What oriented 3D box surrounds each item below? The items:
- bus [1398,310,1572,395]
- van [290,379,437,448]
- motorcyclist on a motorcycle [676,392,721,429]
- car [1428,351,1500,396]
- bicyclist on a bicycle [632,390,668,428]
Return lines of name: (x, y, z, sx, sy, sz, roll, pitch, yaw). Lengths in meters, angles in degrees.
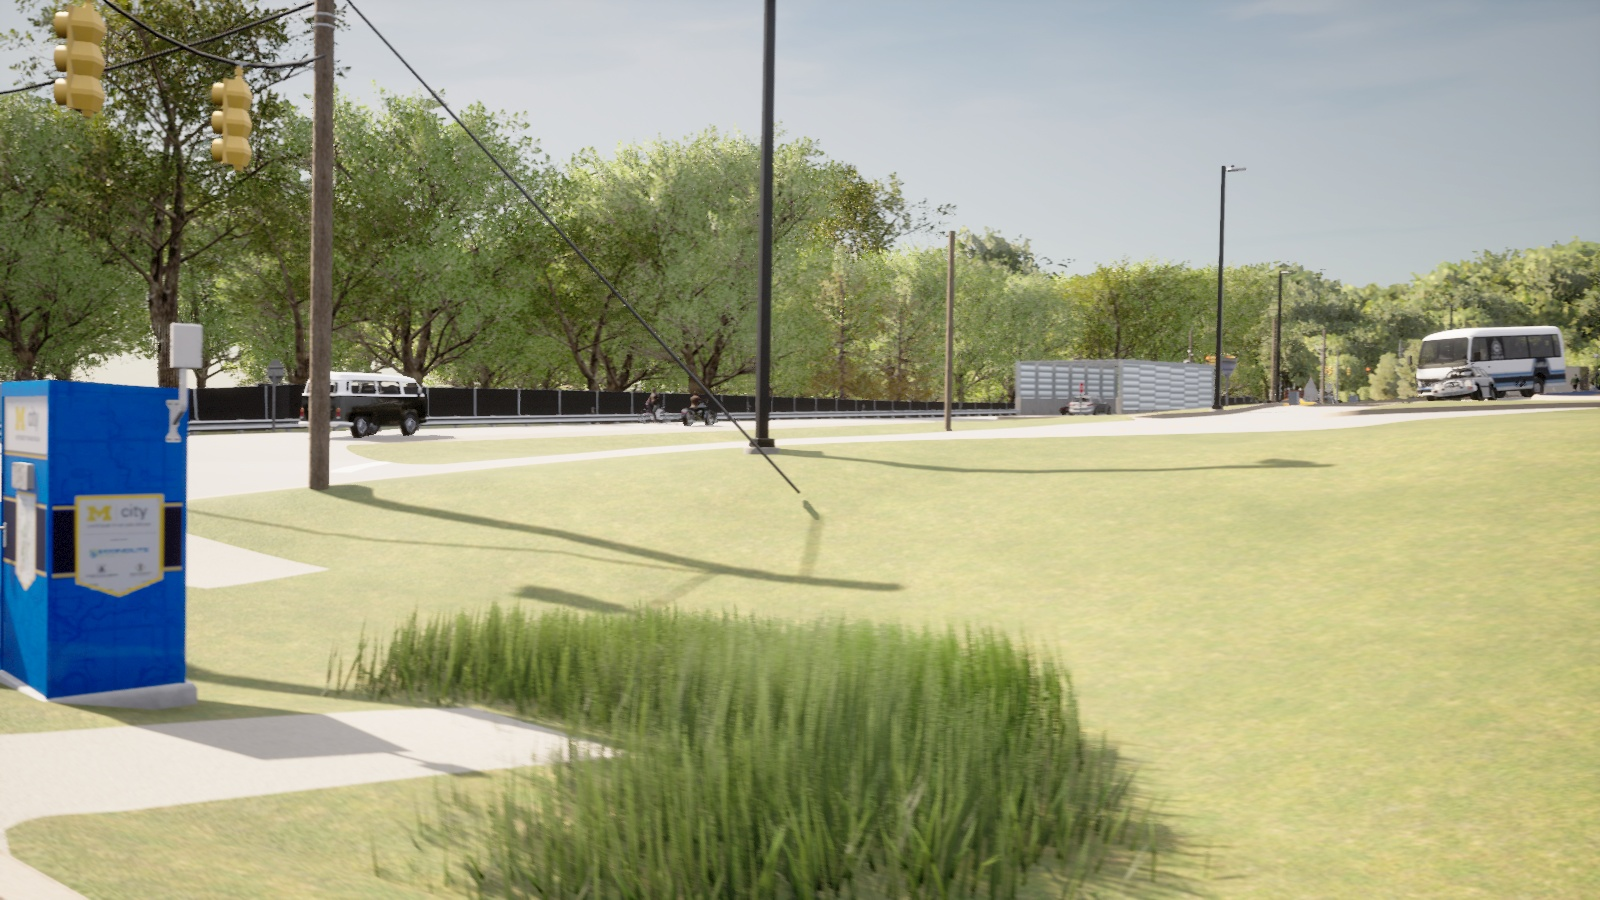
bus: (40.289, -5.771, 73.766, 10.273, 4.253, 3.944, -5, 2, -30)
van: (-13.882, -1.195, 40.236, 2.069, 2.038, 4.480, 0, 2, 19)
motorcyclist on a motorcycle: (-4.571, -1.793, 56.690, 0.766, 1.649, 2.350, 1, 3, 31)
car: (32.262, -3.727, 60.931, 1.932, 1.855, 4.605, -7, -2, 41)
bicyclist on a bicycle: (-7.070, -1.952, 59.305, 0.659, 1.776, 1.843, 1, 3, 32)
